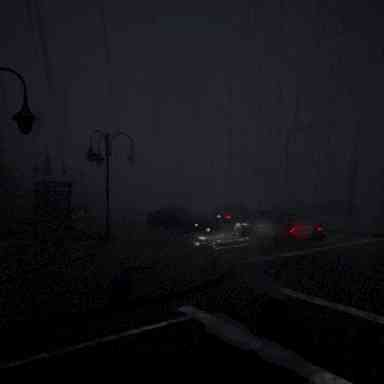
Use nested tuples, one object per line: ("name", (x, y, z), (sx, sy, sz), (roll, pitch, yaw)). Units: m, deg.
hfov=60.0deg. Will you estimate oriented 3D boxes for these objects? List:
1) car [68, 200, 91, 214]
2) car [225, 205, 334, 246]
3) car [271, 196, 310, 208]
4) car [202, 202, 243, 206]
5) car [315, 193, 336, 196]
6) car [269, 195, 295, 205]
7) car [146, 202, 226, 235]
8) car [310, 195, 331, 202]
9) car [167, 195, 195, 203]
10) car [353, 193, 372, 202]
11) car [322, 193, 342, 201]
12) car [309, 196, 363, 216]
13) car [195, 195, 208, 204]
("car", (-12.502, 1.562, 35.377), (2.033, 1.411, 5.357), (0, 0, -36))
("car", (3.756, 1.562, 15.568), (2.033, 1.411, 5.357), (0, 0, -20))
("car", (11.105, 1.397, 37.904), (1.970, 1.475, 3.806), (0, 0, -36))
("car", (2.873, 1.500, 23.732), (2.033, 1.411, 5.357), (0, 3, 27))
("car", (22.677, 1.309, 59.569), (2.007, 1.523, 4.514), (0, 0, -36))
("car", (14.509, 1.332, 53.812), (1.845, 1.501, 3.633), (0, 0, -36))
("car", (-0.737, 1.562, 19.269), (2.033, 1.411, 5.357), (0, 0, -37))
("car", (28.296, 1.371, 73.096), (1.970, 1.475, 3.806), (0, 0, -36))
("car", (-2.118, 1.353, 51.340), (2.007, 1.523, 4.514), (0, 0, -36))
("car", (33.241, 1.108, 66.208), (1.932, 1.855, 4.605), (0, 0, -36))
("car", (31.359, 1.087, 74.525), (1.905, 1.878, 3.866), (0, 0, -36))
("car", (12.977, 1.387, 30.129), (1.845, 1.501, 3.633), (0, 0, -36))
("car", (0.408, 1.343, 53.201), (2.152, 1.636, 5.027), (0, 0, -36))
